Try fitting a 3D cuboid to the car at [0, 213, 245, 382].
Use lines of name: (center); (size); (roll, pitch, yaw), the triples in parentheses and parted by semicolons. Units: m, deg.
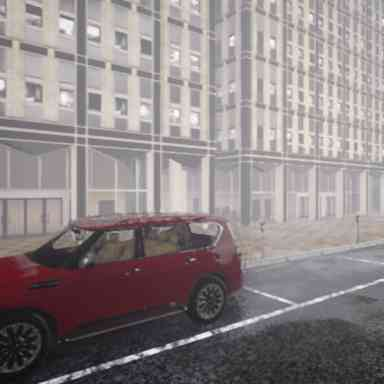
car: (-1.324, 1.324, 5.621); (5.009, 1.841, 2.192); (0, 0, -36)
